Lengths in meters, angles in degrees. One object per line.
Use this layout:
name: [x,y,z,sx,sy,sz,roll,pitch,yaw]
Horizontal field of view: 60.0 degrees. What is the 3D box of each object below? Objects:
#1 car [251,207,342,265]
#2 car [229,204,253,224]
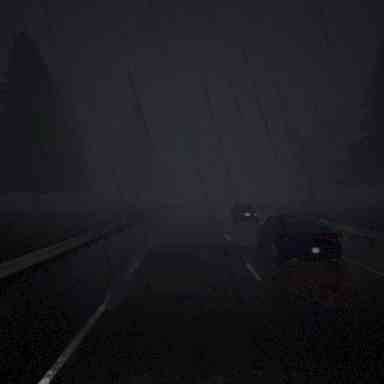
car: [3.562,1.511,11.917,1.882,1.535,5.008,0,0,1]
car: [3.921,1.618,25.388,2.033,1.411,5.357,0,0,4]
